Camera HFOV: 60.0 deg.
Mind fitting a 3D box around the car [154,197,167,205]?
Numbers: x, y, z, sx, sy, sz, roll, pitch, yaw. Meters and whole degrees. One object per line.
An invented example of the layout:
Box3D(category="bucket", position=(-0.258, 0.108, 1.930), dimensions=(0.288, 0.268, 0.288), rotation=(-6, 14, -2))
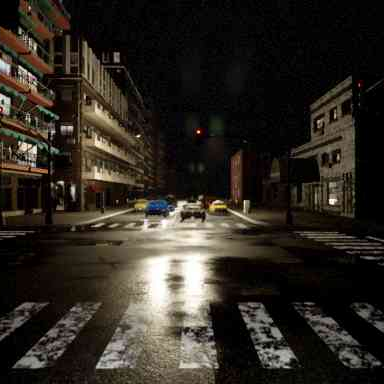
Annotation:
Box3D(category="car", position=(-5.762, 1.603, 61.498), dimensions=(2.008, 1.369, 4.403), rotation=(0, 0, 0))

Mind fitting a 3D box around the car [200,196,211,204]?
Box3D(category="car", position=(2.612, 1.612, 67.048), dimensions=(2.008, 1.369, 4.403), rotation=(0, 0, 0))

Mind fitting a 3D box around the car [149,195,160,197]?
Box3D(category="car", position=(-5.748, 1.351, 50.420), dimensions=(2.192, 1.841, 5.009), rotation=(0, 0, 0))

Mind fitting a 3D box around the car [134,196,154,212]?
Box3D(category="car", position=(-5.735, 1.549, 39.171), dimensions=(1.752, 1.417, 4.829), rotation=(0, 0, 0))

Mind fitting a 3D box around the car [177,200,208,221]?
Box3D(category="car", position=(0.089, 1.612, 26.830), dimensions=(1.895, 1.301, 4.718), rotation=(0, 0, 1))

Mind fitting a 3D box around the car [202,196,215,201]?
Box3D(category="car", position=(2.639, 1.611, 44.891), dimensions=(1.802, 1.307, 4.206), rotation=(0, 0, 0))

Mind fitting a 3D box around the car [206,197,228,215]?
Box3D(category="car", position=(2.652, 1.544, 33.983), dimensions=(1.752, 1.417, 4.829), rotation=(0, 0, 0))

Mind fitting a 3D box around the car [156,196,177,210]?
Box3D(category="car", position=(-3.130, 1.550, 39.950), dimensions=(1.812, 1.442, 4.674), rotation=(0, 0, 0))

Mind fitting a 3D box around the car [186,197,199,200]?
Box3D(category="car", position=(-0.072, 1.598, 60.199), dimensions=(2.033, 1.411, 5.357), rotation=(0, 0, 0))

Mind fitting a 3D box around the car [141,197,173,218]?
Box3D(category="car", position=(-3.136, 1.493, 30.672), dimensions=(1.882, 1.535, 5.008), rotation=(0, 0, 0))

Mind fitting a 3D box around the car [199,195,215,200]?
Box3D(category="car", position=(2.633, 1.351, 50.431), dimensions=(2.192, 1.841, 5.009), rotation=(0, 0, 0))

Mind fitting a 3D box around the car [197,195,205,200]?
Box3D(category="car", position=(2.578, 1.670, 94.744), dimensions=(2.008, 1.369, 4.403), rotation=(0, 0, 0))

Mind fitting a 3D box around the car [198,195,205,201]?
Box3D(category="car", position=(2.584, 1.632, 89.375), dimensions=(1.752, 1.417, 4.829), rotation=(0, 0, 0))

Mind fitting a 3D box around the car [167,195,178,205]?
Box3D(category="car", position=(-3.135, 1.541, 50.018), dimensions=(1.837, 1.490, 4.892), rotation=(0, 0, 0))

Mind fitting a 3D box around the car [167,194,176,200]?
Box3D(category="car", position=(-5.802, 1.434, 94.734), dimensions=(2.192, 1.841, 5.009), rotation=(0, 0, 0))
